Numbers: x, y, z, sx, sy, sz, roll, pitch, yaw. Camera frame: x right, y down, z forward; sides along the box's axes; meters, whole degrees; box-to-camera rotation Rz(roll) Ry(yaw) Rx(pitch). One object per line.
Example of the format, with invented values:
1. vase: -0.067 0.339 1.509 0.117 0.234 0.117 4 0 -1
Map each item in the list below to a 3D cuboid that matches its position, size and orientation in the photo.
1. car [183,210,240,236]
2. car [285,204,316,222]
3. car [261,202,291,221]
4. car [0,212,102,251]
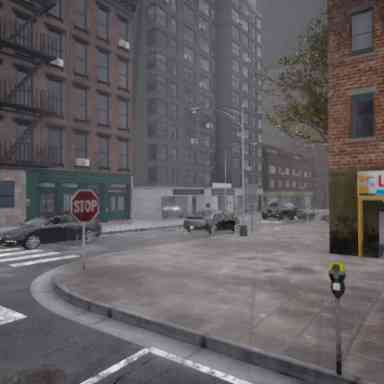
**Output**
1. car: 1.416 1.947 21.689 2.128 1.511 4.902 -1 -2 36
2. car: 12.295 2.444 36.819 1.837 1.490 4.892 -1 -2 36
3. car: 10.093 2.192 38.785 2.150 2.045 5.566 -1 -2 36
4. car: -6.541 1.756 15.675 1.837 1.490 4.892 -1 -2 36
